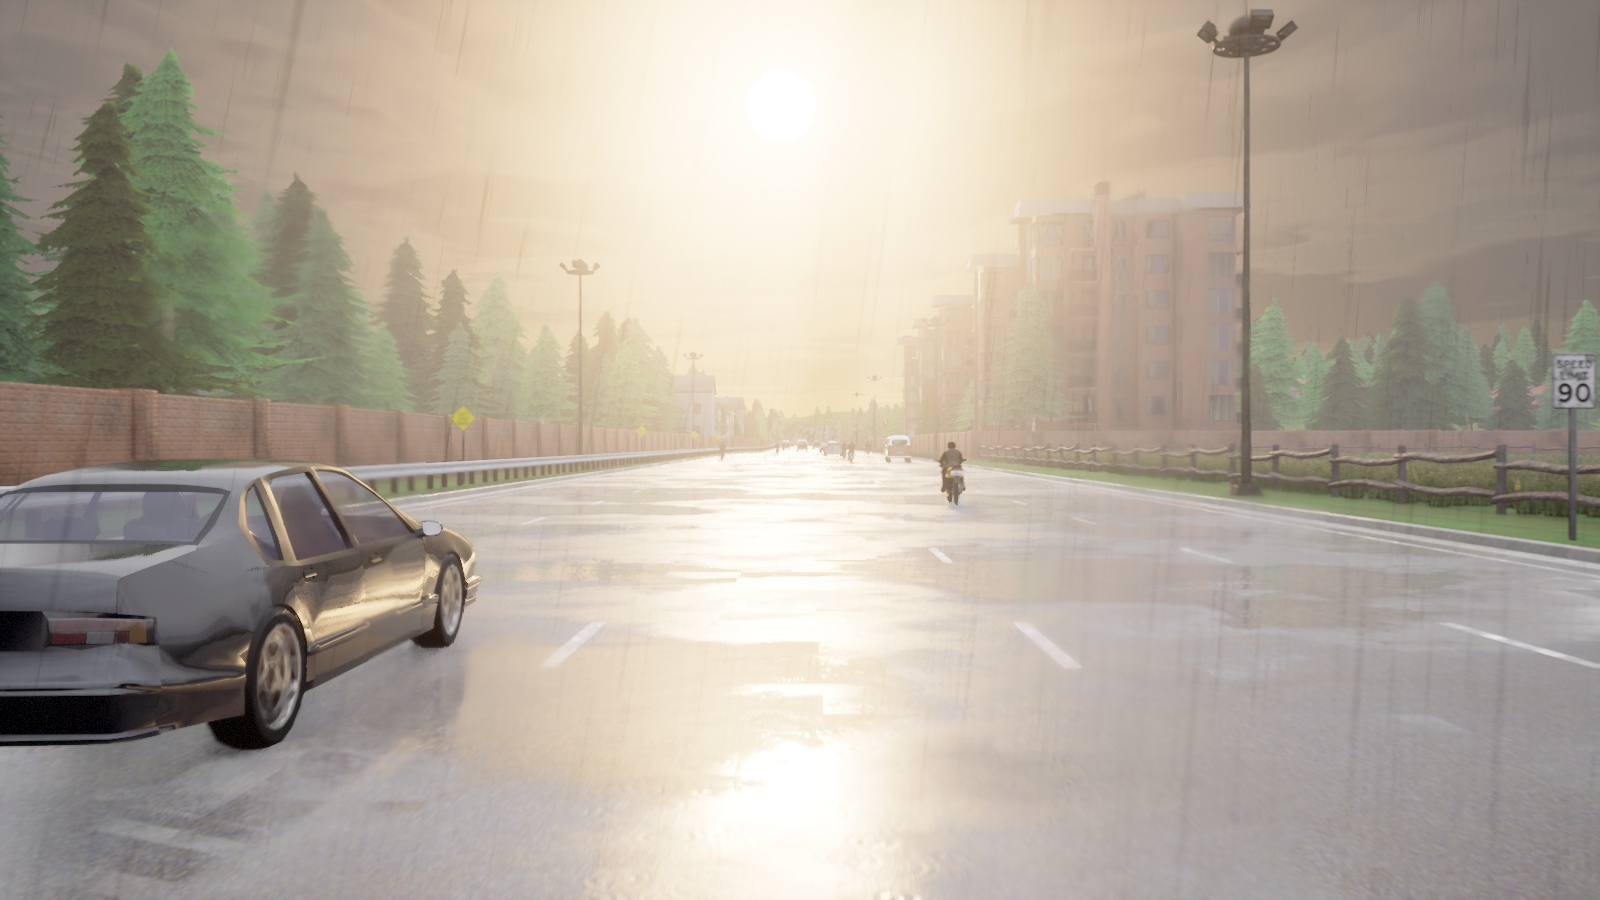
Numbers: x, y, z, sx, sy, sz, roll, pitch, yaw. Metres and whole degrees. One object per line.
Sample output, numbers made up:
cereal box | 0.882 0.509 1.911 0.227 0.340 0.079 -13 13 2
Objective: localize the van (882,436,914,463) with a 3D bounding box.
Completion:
van | 7.397 -0.062 95.389 2.069 2.038 4.480 0 0 0

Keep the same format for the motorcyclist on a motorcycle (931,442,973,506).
motorcyclist on a motorcycle | 3.690 0.559 30.616 0.797 1.523 2.044 0 0 0

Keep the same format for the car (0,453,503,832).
car | -3.442 0.749 7.507 2.033 1.411 5.357 0 0 0
